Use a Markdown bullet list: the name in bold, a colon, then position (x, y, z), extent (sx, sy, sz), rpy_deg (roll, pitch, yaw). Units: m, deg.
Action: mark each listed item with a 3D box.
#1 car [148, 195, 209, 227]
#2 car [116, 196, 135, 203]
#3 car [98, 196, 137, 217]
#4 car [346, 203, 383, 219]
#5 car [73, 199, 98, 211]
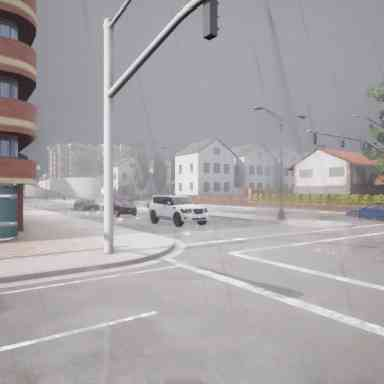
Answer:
- **car**: position (-1.094, 1.221, 23.488), extent (2.150, 2.045, 5.566), rpy_deg (0, 0, -35)
- **car**: position (-13.728, 1.547, 68.466), extent (2.033, 1.411, 5.357), rpy_deg (0, 0, -35)
- **car**: position (-7.002, 1.476, 32.027), extent (1.882, 1.535, 5.008), rpy_deg (0, 0, -34)
- **car**: position (15.017, 1.547, 26.257), extent (2.033, 1.411, 5.357), rpy_deg (0, 0, -31)
- **car**: position (-13.047, 1.547, 40.786), extent (2.033, 1.411, 5.357), rpy_deg (0, 0, -35)
